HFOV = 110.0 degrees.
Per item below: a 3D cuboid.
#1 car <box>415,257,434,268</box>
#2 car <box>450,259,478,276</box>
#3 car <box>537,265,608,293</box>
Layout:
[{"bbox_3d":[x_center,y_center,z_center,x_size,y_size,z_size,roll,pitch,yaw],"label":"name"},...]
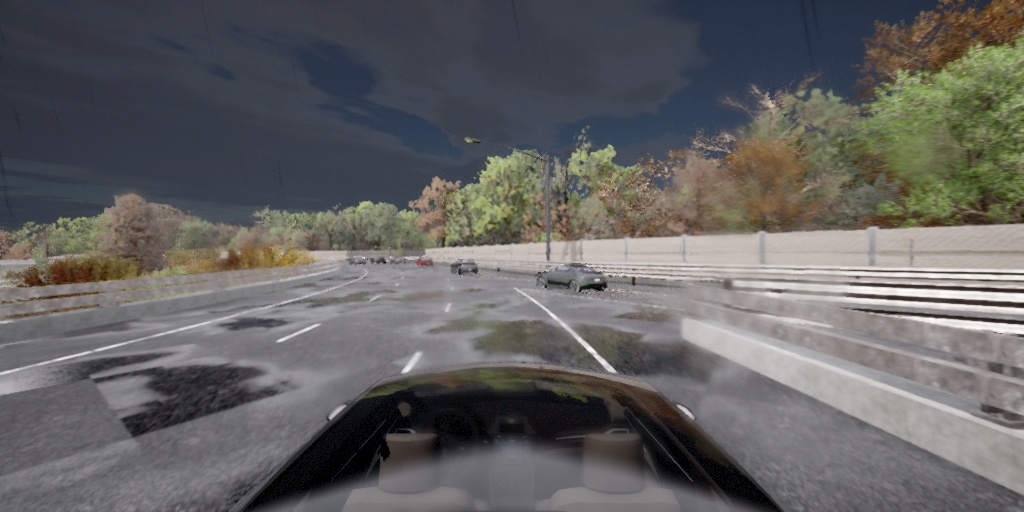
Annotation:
[{"bbox_3d":[-13.318,0.951,54.427,1.882,1.535,5.008,0,0,-28],"label":"car"},{"bbox_3d":[-4.600,1.036,34.188,2.128,1.511,4.902,-1,0,-21],"label":"car"},{"bbox_3d":[3.148,1.152,19.441,1.994,1.385,4.181,-1,1,-32],"label":"car"}]
